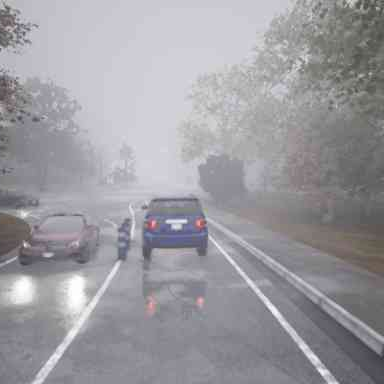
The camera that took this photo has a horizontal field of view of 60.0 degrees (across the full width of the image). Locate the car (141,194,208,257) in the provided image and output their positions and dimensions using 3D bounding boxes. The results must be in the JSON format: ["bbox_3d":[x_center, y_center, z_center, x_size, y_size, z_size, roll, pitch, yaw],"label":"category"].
[{"bbox_3d":[-0.746,1.093,12.772,2.150,2.045,5.566,0,1,-6],"label":"car"}]

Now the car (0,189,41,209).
[{"bbox_3d":[-15.387,0.570,29.222,4.892,1.490,1.837,2,4,31],"label":"car"}]

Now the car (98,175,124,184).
[{"bbox_3d":[-17.457,-2.681,71.770,5.566,2.045,2.150,0,4,2],"label":"car"}]

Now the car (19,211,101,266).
[{"bbox_3d":[-4.334,1.448,11.597,1.812,1.442,4.674,0,1,-8],"label":"car"}]
